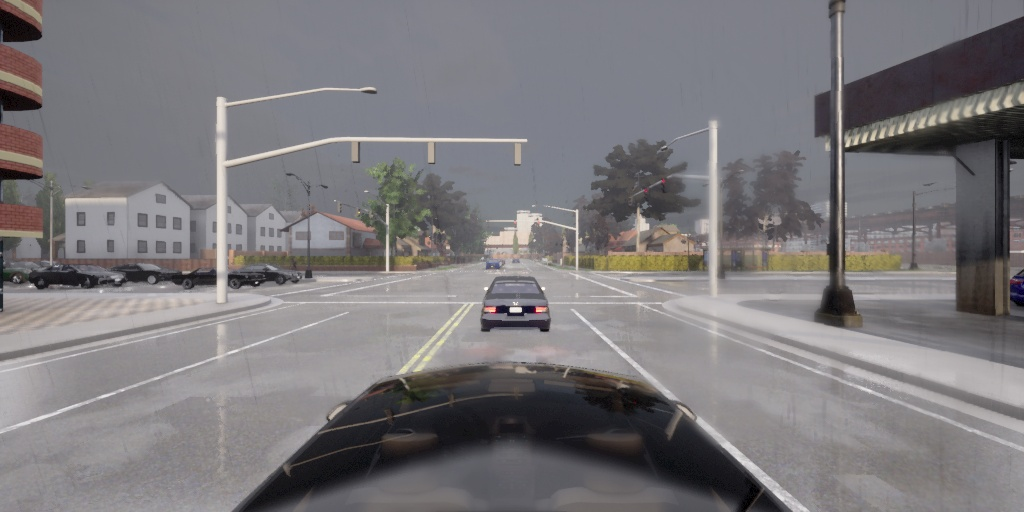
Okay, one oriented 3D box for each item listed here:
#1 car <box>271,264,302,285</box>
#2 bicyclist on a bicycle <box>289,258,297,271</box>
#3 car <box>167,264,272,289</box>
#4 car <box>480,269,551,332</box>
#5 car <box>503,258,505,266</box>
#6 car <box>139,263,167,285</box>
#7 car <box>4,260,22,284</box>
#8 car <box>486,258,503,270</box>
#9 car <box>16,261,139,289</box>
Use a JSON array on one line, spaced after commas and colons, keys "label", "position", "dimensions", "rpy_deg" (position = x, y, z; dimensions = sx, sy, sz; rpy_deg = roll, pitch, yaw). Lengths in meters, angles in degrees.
[{"label": "car", "position": [-17.712, 1.276, 25.880], "dimensions": [4.674, 1.442, 1.812], "rpy_deg": [0, 0, 1]}, {"label": "bicyclist on a bicycle", "position": [-26.530, 1.051, 43.483], "dimensions": [0.582, 1.620, 1.656], "rpy_deg": [0, 0, 1]}, {"label": "car", "position": [-18.096, 1.351, 22.354], "dimensions": [4.718, 1.301, 1.895], "rpy_deg": [0, 0, 1]}, {"label": "car", "position": [0.085, 1.297, 10.837], "dimensions": [2.033, 1.411, 5.357], "rpy_deg": [0, 0, 0]}, {"label": "car", "position": [-2.734, 1.351, 63.144], "dimensions": [1.895, 1.301, 4.718], "rpy_deg": [0, 0, 1]}, {"label": "car", "position": [-26.774, 1.228, 26.003], "dimensions": [5.008, 1.535, 1.882], "rpy_deg": [0, 0, 1]}, {"label": "car", "position": [-36.059, 1.102, 26.151], "dimensions": [4.553, 1.767, 2.097], "rpy_deg": [0, 0, 1]}, {"label": "car", "position": [-2.823, 1.227, 53.596], "dimensions": [1.882, 1.535, 5.008], "rpy_deg": [0, 0, 1]}, {"label": "car", "position": [-27.128, 1.241, 22.510], "dimensions": [4.902, 1.511, 2.128], "rpy_deg": [0, 0, 1]}]
